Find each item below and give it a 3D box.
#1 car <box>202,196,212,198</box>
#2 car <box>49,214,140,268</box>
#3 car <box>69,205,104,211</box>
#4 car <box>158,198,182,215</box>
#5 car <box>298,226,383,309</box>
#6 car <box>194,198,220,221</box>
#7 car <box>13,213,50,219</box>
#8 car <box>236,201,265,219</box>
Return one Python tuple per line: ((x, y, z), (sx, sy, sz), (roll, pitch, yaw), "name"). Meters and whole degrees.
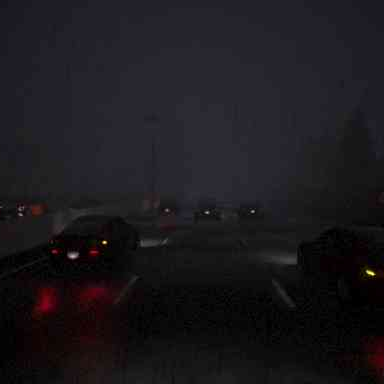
((2.002, 1.303, 44.065), (2.128, 1.511, 4.902), (0, 0, 3), "car")
((-2.989, 1.462, 10.950), (1.812, 1.442, 4.674), (0, 0, 2), "car")
((-9.343, 1.327, 29.857), (1.837, 1.490, 4.892), (0, 0, 3), "car")
((-2.067, 1.353, 31.539), (1.837, 1.490, 4.892), (0, 0, 3), "car")
((3.874, 1.509, 7.653), (1.812, 1.442, 4.674), (0, 0, 2), "car")
((1.184, 1.453, 25.981), (1.994, 1.385, 4.181), (0, 0, 3), "car")
((-13.023, 1.174, 25.964), (2.097, 1.767, 4.553), (0, 0, 3), "car")
((4.757, 1.462, 27.537), (1.994, 1.385, 4.181), (0, 0, 3), "car")
